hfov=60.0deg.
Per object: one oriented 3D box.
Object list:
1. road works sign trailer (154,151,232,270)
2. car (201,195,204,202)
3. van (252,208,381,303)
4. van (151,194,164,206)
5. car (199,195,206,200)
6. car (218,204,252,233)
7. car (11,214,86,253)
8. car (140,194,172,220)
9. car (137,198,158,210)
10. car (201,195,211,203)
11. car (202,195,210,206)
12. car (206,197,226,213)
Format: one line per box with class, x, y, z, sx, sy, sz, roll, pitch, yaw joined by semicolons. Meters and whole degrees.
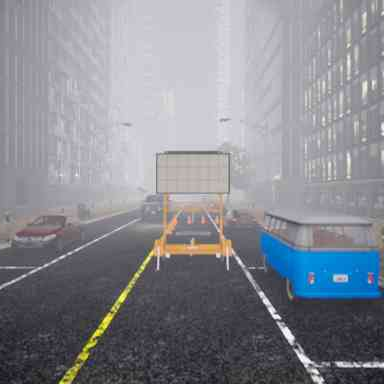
road works sign trailer;0.034;0.460;10.934;2.380;3.560;2.880;0;0;0
car;2.866;1.517;53.445;2.008;1.369;4.403;0;0;0
van;2.714;1.338;7.906;1.690;1.788;3.998;0;0;0
van;-5.514;1.308;53.477;1.690;1.788;3.998;0;0;0
car;3.000;1.427;93.293;1.887;1.381;4.507;0;0;0
car;2.752;1.574;19.290;1.802;1.307;4.206;0;0;0
car;-5.648;1.576;13.629;1.802;1.307;4.206;0;0;0
car;-2.910;1.210;27.877;2.150;2.045;5.566;0;0;0
car;-5.552;1.532;42.092;2.008;1.369;4.403;0;0;0
car;2.924;1.374;70.522;1.967;1.590;4.097;0;0;0
car;2.848;1.526;47.753;2.008;1.369;4.403;0;0;0
car;2.809;1.567;36.368;1.802;1.307;4.206;0;0;0
